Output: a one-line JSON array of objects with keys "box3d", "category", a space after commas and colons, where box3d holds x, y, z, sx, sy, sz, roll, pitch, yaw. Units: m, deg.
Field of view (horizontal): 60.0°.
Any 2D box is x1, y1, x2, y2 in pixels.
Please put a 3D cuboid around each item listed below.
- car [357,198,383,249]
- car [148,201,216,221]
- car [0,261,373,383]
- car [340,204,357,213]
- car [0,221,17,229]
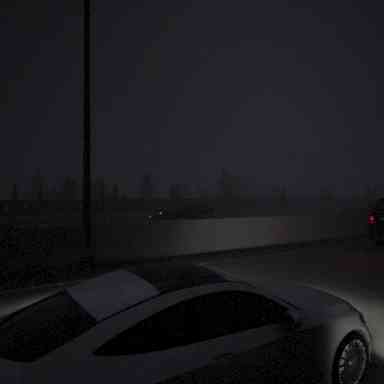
[{"box3d": [9.339, 1.201, 12.907, 5.566, 2.045, 2.150, 0, 0, -26], "category": "car"}, {"box3d": [-0.649, 1.424, 23.682, 4.902, 1.511, 2.128, 0, 0, -28], "category": "car"}, {"box3d": [-0.010, 1.515, 3.543, 4.674, 1.442, 1.812, 0, 0, -34], "category": "car"}, {"box3d": [13.960, 1.476, 26.393, 4.674, 1.442, 1.812, 0, 0, -20], "category": "car"}, {"box3d": [-8.246, 1.480, 10.836, 4.674, 1.442, 1.812, 0, 0, -35], "category": "car"}]
